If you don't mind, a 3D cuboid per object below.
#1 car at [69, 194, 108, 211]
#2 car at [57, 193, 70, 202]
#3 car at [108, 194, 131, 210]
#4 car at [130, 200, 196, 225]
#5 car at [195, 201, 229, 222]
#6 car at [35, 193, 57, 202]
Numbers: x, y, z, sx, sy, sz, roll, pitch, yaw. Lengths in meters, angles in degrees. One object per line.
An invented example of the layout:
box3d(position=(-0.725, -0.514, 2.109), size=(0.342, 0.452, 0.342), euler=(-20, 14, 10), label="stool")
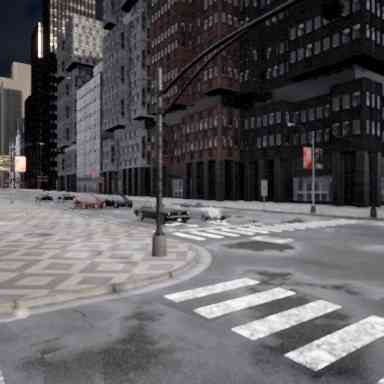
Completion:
box3d(position=(-10.745, 1.028, 34.306), size=(1.882, 1.535, 5.008), euler=(0, 1, -36), label="car")
box3d(position=(-20.166, 0.842, 53.164), size=(1.895, 1.301, 4.718), euler=(0, 1, -36), label="car")
box3d(position=(-8.128, 1.026, 36.233), size=(1.882, 1.535, 5.008), euler=(0, 1, -36), label="car")
box3d(position=(-2.052, 1.363, 22.195), size=(1.895, 1.301, 4.718), euler=(0, 1, -36), label="car")
box3d(position=(0.546, 1.360, 24.149), size=(1.895, 1.301, 4.718), euler=(0, 1, -36), label="car")
box3d(position=(-22.806, 0.844, 51.268), size=(1.895, 1.301, 4.718), euler=(0, 1, -36), label="car")
